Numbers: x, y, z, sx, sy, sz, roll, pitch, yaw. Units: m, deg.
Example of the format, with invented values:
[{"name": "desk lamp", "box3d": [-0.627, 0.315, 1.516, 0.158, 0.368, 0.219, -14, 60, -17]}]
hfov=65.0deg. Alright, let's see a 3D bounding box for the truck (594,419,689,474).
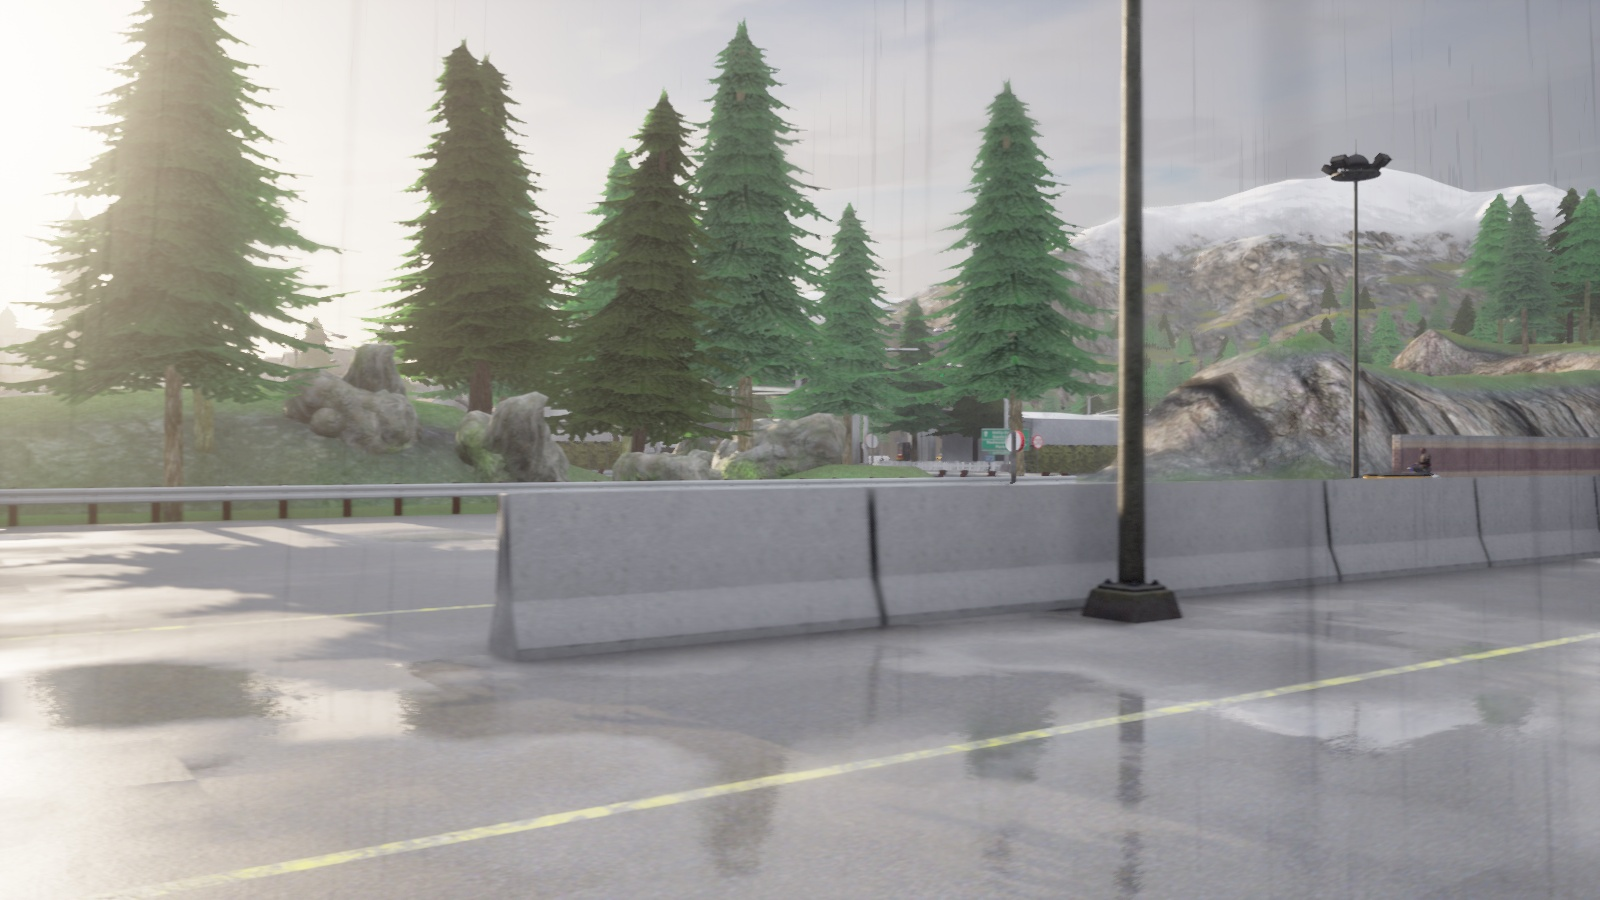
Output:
[{"name": "truck", "box3d": [-10.619, -0.188, 83.523, 2.891, 3.462, 7.936, 0, -1, -35]}]
